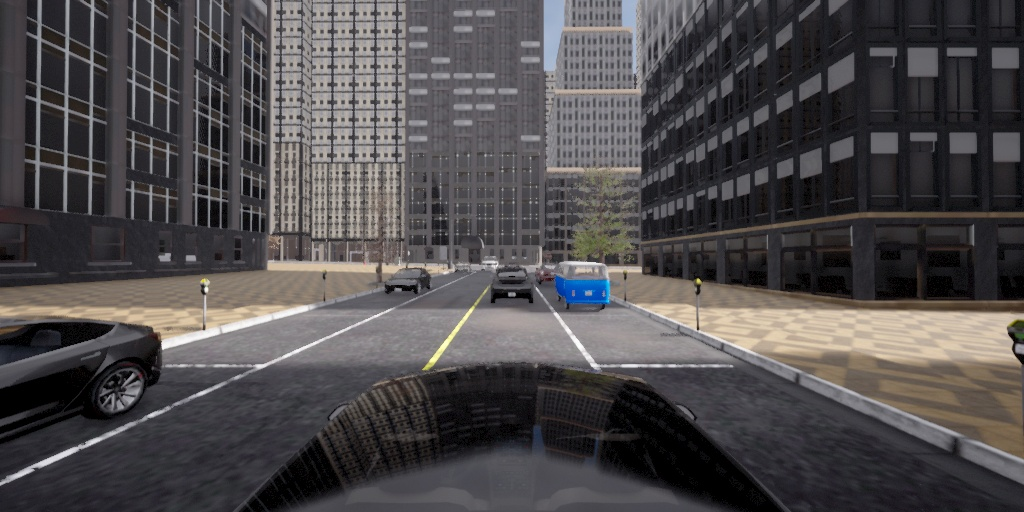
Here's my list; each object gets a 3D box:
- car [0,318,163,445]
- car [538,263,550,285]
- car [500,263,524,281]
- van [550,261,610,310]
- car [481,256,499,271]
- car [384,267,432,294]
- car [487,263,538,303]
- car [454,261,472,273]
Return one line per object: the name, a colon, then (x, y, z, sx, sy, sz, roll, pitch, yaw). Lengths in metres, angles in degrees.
car: (-5.689, 1.313, 3.187, 1.948, 1.339, 4.313, 0, 0, 0)
car: (2.692, 1.189, 25.749, 1.967, 1.591, 4.097, 0, 0, 0)
car: (0.001, 1.323, 31.500, 1.994, 1.385, 4.181, 0, 0, 0)
van: (2.693, 1.090, 14.466, 1.690, 1.789, 3.998, 0, 0, 0)
car: (-2.999, 1.076, 49.472, 2.150, 2.045, 5.566, 0, 0, 0)
car: (-5.689, 1.315, 20.115, 1.948, 1.339, 4.313, 0, 0, 0)
car: (0.001, 1.267, 16.499, 1.837, 1.490, 4.892, 0, 0, 0)
car: (-5.818, 1.299, 42.684, 2.007, 1.370, 4.403, 0, 0, 0)
